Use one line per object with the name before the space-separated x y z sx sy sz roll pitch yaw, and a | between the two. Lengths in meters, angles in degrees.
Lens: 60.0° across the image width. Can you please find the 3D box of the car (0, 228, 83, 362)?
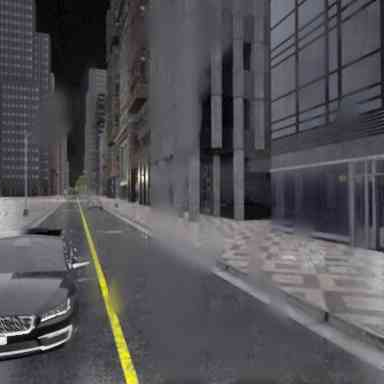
car | -3.086 1.507 6.201 1.837 1.490 4.892 0 0 -19

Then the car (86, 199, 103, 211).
car | -12.304 1.563 41.890 2.033 1.411 5.357 0 0 -19
